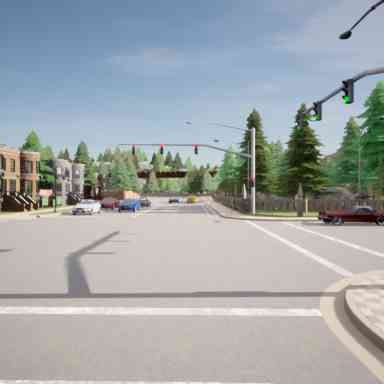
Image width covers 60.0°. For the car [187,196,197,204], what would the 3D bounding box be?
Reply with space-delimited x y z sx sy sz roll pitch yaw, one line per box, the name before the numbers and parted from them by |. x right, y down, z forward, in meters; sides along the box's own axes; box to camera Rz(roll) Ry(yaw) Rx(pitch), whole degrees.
car | -0.007 1.477 64.870 1.882 1.535 5.008 0 0 0

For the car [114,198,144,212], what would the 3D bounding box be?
car | -7.158 1.477 38.319 1.882 1.535 5.008 0 0 0

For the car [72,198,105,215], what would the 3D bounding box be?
car | -10.652 1.526 33.980 1.812 1.442 4.674 0 0 0

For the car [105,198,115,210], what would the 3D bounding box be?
car | -10.658 1.477 43.033 1.882 1.535 5.008 0 0 0

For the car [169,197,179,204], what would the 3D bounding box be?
car | -3.508 1.601 65.155 1.895 1.301 4.718 0 0 0

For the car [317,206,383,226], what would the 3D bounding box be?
car | 11.151 1.601 22.850 4.718 1.301 1.895 0 0 2

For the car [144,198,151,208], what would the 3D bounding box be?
car | -7.146 1.564 48.306 1.994 1.385 4.181 0 0 0
